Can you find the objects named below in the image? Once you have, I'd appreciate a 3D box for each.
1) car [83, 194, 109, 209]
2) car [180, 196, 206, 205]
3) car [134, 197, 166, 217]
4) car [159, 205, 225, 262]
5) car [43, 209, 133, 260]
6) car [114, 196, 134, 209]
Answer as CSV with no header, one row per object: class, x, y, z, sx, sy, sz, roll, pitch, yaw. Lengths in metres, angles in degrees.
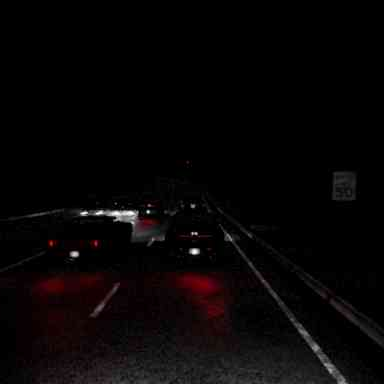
car,-10.595,1.007,36.961,1.882,1.535,5.008,0,2,0
car,0.083,1.126,27.782,2.097,1.767,4.553,0,1,0
car,-3.414,1.272,28.402,1.837,1.490,4.892,0,1,0
car,0.081,1.409,11.772,1.837,1.490,4.892,0,0,0
car,-3.417,1.503,11.930,1.895,1.301,4.718,0,0,0
car,-7.098,1.162,36.270,1.895,1.301,4.718,0,2,0
